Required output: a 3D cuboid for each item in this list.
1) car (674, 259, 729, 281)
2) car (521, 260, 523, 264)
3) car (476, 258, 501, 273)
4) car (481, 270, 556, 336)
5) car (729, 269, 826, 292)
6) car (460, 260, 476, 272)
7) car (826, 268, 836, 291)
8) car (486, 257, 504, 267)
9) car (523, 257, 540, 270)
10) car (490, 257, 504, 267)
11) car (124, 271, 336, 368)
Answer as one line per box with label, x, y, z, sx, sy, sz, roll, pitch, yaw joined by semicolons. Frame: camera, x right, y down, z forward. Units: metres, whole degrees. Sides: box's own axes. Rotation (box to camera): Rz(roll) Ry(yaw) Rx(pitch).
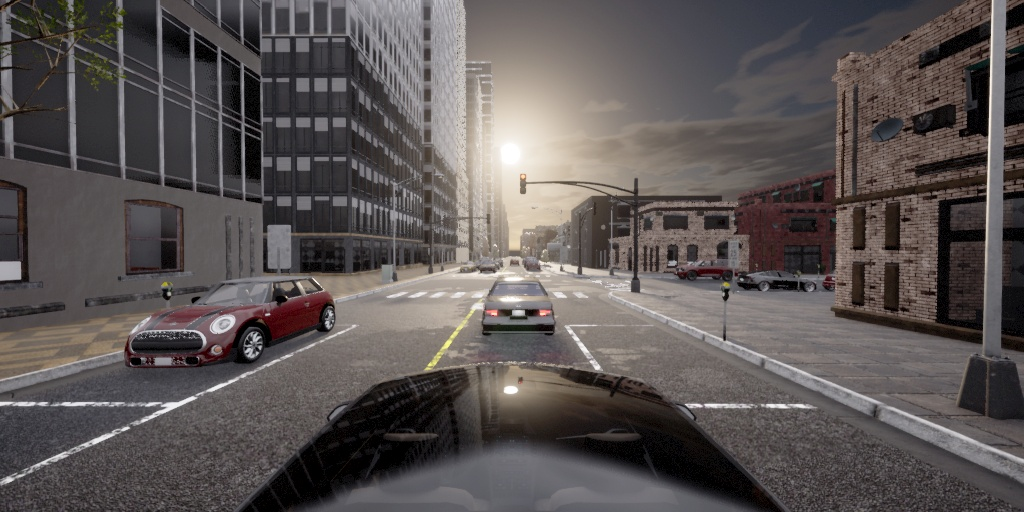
car;16.712;1.164;30.925;5.009;1.841;2.192;0;0;1
car;3.097;1.052;62.589;2.192;1.841;5.009;0;0;0
car;-2.815;1.287;43.613;2.033;1.411;5.357;0;0;0
car;0.157;1.295;10.385;2.033;1.411;5.357;0;0;0
car;16.549;1.546;22.548;4.313;1.339;1.948;0;0;1
car;-5.536;1.265;45.599;1.751;1.417;4.829;0;0;0
car;22.096;1.473;22.439;4.097;1.591;1.967;0;0;1
car;-2.750;1.286;53.756;2.033;1.411;5.357;0;0;0
car;3.021;1.178;51.301;1.967;1.591;4.097;0;0;0
car;-2.638;1.089;63.977;2.097;1.767;4.553;0;0;1
car;-5.653;1.188;7.822;1.967;1.591;4.097;0;0;0
